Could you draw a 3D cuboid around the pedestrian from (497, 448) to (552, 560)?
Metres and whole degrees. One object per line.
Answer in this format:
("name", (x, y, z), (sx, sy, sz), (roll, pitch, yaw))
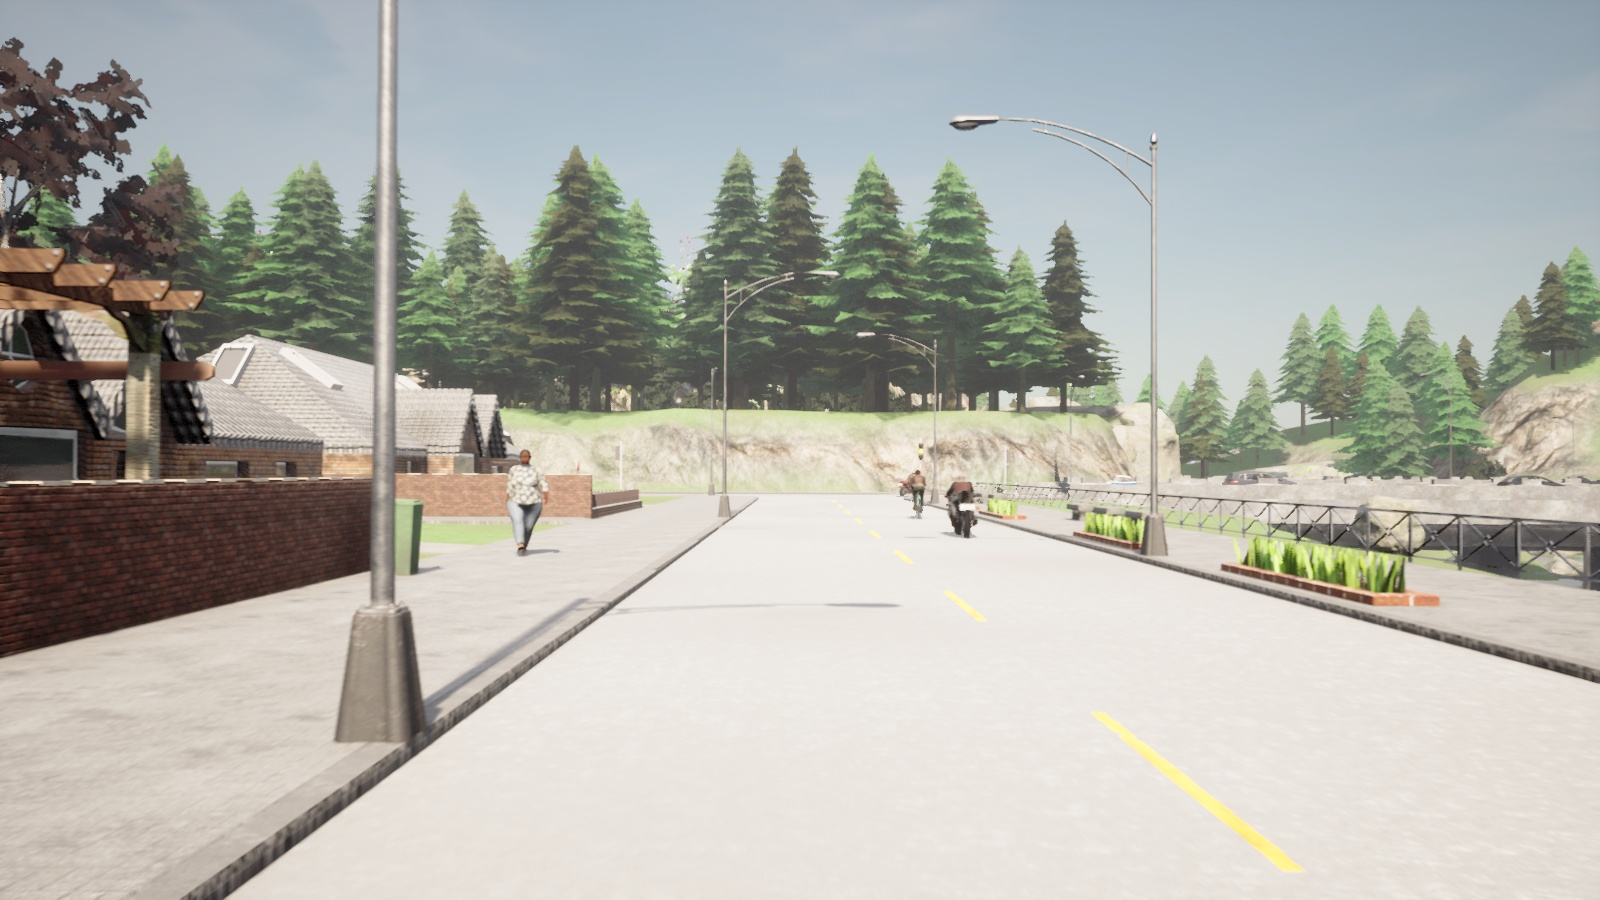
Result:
("pedestrian", (-4.657, 0.900, 21.292), (0.874, 1.855, 0.900), (0, -1, -11))

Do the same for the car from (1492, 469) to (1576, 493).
("car", (45.914, 1.960, 78.582), (4.193, 1.474, 1.816), (0, -1, 0))

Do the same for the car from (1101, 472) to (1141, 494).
("car", (21.081, 2.167, 82.523), (2.207, 1.376, 1.481), (0, -1, 0))

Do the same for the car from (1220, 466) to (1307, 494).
("car", (28.958, 1.858, 78.545), (4.611, 1.667, 2.242), (0, -1, 0))

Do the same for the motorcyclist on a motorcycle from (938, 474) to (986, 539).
("motorcyclist on a motorcycle", (3.928, 1.346, 30.582), (0.866, 1.530, 2.191), (0, -1, 0))
